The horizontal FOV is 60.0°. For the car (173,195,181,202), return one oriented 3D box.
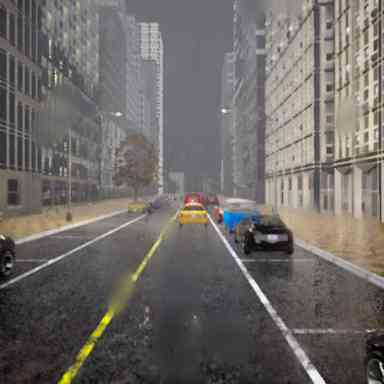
[{"bbox_3d":[-3.015,1.318,73.848,2.128,1.511,4.902,0,0,0],"label":"car"}]

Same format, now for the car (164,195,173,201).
[{"bbox_3d":[-5.704,1.424,81.472,1.802,1.307,4.206,0,0,0],"label":"car"}]

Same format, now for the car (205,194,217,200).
[{"bbox_3d":[2.685,1.239,47.309,2.192,1.841,5.009,0,0,0],"label":"car"}]

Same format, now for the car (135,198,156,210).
[{"bbox_3d":[-5.696,1.486,41.627,2.008,1.369,4.403,0,0,0],"label":"car"}]

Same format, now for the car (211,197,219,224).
[{"bbox_3d":[2.688,1.407,24.541,1.967,1.590,4.097,0,0,0],"label":"car"}]

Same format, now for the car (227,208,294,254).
[{"bbox_3d":[2.690,1.550,13.156,1.947,1.339,4.313,0,0,0],"label":"car"}]

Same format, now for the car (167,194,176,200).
[{"bbox_3d":[-5.707,1.361,92.858,2.008,1.369,4.403,0,0,0],"label":"car"}]

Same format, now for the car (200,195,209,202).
[{"bbox_3d":[2.679,1.397,70.248,1.752,1.417,4.829,0,0,0],"label":"car"}]

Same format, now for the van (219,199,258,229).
[{"bbox_3d":[2.690,1.317,18.850,1.690,1.788,3.998,0,0,0],"label":"van"}]

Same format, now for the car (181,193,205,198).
[{"bbox_3d":[0.091,1.155,40.976,2.150,2.045,5.566,0,0,0],"label":"car"}]

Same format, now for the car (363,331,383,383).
[{"bbox_3d":[2.693,1.564,1.772,1.947,1.339,4.313,0,0,0],"label":"car"}]

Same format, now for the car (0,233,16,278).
[{"bbox_3d":[-5.689,1.558,7.471,1.947,1.339,4.313,0,0,0],"label":"car"}]

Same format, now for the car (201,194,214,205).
[{"bbox_3d":[2.682,1.214,58.694,2.192,1.841,5.009,0,0,0],"label":"car"}]

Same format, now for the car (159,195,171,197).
[{"bbox_3d":[-5.701,1.437,64.397,2.008,1.369,4.403,0,0,0],"label":"car"}]

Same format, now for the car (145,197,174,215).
[{"bbox_3d":[-3.104,1.517,32.455,1.994,1.385,4.181,0,0,0],"label":"car"}]

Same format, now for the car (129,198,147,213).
[{"bbox_3d":[-5.695,1.472,35.764,1.752,1.417,4.829,0,0,0],"label":"car"}]

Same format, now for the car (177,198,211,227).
[{"bbox_3d":[0.096,1.427,22.421,1.801,1.575,5.366,0,0,0],"label":"car"}]

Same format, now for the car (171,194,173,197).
[{"bbox_3d":[-5.702,1.438,70.089,1.947,1.339,4.313,0,0,0],"label":"car"}]
